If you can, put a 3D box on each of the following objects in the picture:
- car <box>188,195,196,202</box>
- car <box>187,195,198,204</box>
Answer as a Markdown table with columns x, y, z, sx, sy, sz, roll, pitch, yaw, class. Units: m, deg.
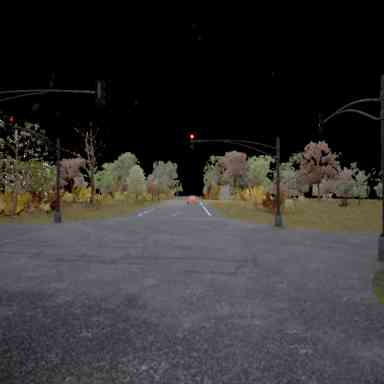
| x | y | z | sx | sy | sz | roll | pitch | yaw | class |
| --- | --- | --- | --- | --- | --- | --- | --- | --- | --- |
| 0.079 | 1.536 | 77.931 | 1.812 | 1.442 | 4.674 | 0 | 0 | 0 | car |
| 0.069 | 1.499 | 67.896 | 2.097 | 1.767 | 4.553 | 0 | 0 | 0 | car |
